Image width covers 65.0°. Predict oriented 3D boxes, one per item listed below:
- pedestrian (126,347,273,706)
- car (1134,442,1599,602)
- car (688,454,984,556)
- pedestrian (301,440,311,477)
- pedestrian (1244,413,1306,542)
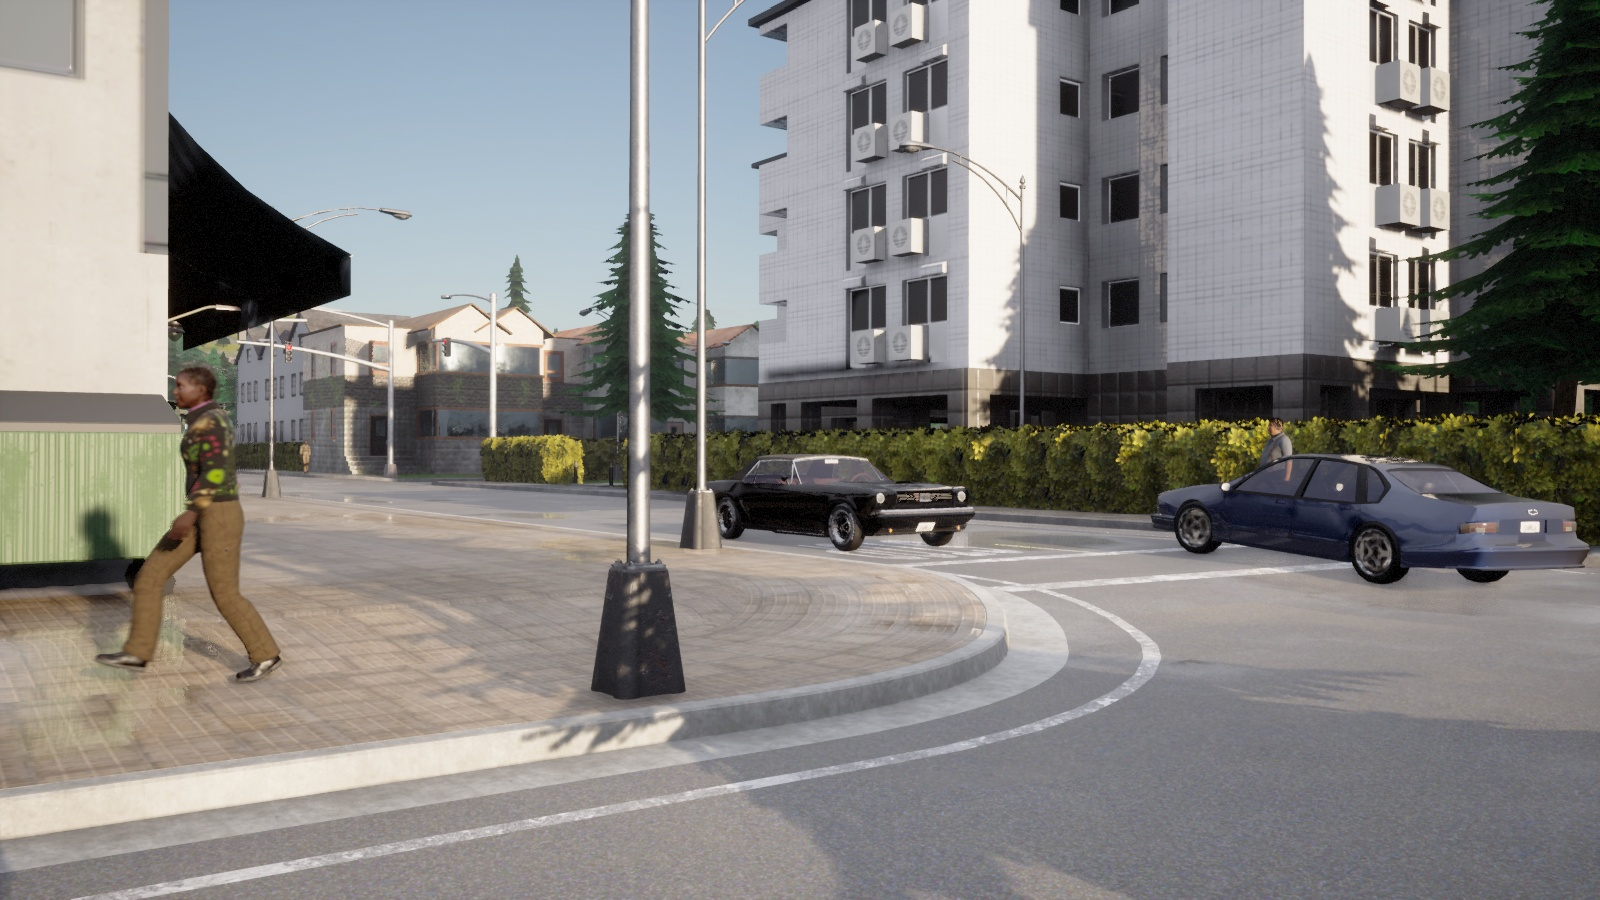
[{"bbox_3d":[-3.394,0.412,7.102,0.692,1.930,0.395,0,0,-34],"label":"pedestrian"},{"bbox_3d":[6.627,0.712,15.403,2.033,1.411,5.357,1,2,-22],"label":"car"},{"bbox_3d":[0.369,0.714,18.579,1.895,1.301,4.718,0,0,-36],"label":"car"},{"bbox_3d":[-26.272,0.445,66.792,0.396,1.930,0.692,0,0,-30],"label":"pedestrian"},{"bbox_3d":[6.912,0.396,18.285,0.694,1.848,0.540,0,0,0],"label":"pedestrian"}]
